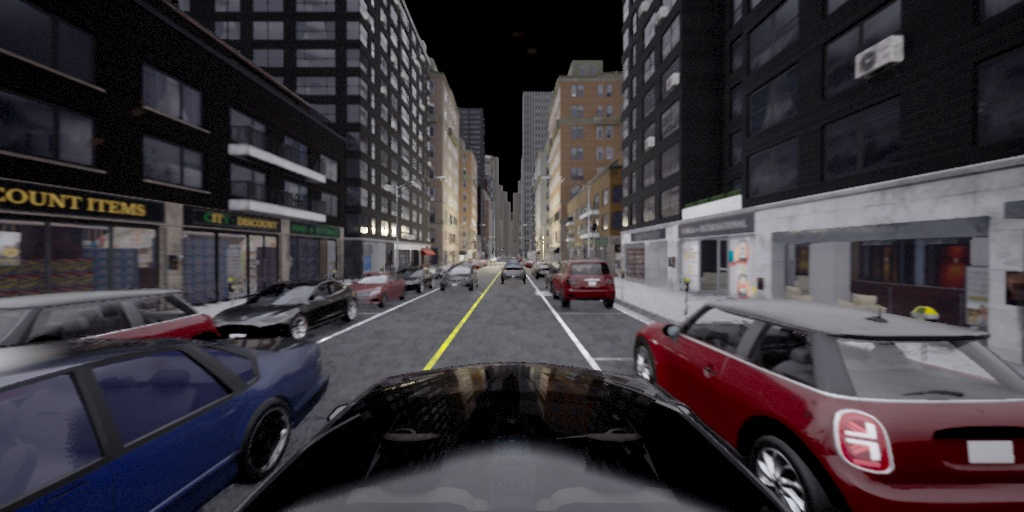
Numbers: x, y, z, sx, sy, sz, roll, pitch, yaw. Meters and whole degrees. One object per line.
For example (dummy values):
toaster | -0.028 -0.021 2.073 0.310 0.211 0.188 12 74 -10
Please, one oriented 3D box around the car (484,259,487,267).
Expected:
car | -5.649 1.317 59.362 2.007 1.370 4.403 0 0 0

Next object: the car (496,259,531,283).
car | 0.106 1.251 27.738 2.128 1.511 4.902 0 0 0

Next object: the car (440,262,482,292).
car | -3.063 1.282 21.520 1.812 1.442 4.674 0 0 0

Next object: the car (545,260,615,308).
car | 2.862 1.068 15.132 2.192 1.841 5.009 0 0 0

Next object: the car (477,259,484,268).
car | -5.651 1.311 53.832 1.888 1.381 4.507 0 0 0

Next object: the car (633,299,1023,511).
car | 2.857 1.190 4.074 1.967 1.591 4.097 0 0 0

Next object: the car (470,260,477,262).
car | -5.655 1.329 42.770 1.948 1.339 4.313 0 0 0

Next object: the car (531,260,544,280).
car | 2.867 1.326 31.720 1.948 1.339 4.313 0 0 0

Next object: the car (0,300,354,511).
car | -3.091 1.298 1.932 2.033 1.411 5.357 0 0 0

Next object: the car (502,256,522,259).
car | 0.116 1.117 48.364 2.097 1.767 4.553 0 0 0

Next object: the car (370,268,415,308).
car | -5.664 1.336 15.116 1.802 1.307 4.207 0 0 0

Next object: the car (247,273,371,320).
car | -5.666 1.318 9.586 1.948 1.339 4.313 0 0 0

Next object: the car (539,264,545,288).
car | 2.863 1.322 20.661 1.948 1.339 4.313 0 0 0

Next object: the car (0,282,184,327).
car | -5.668 1.190 4.055 1.967 1.591 4.097 0 0 0

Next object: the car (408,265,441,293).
car | -5.662 1.322 20.647 1.948 1.339 4.313 0 0 0
